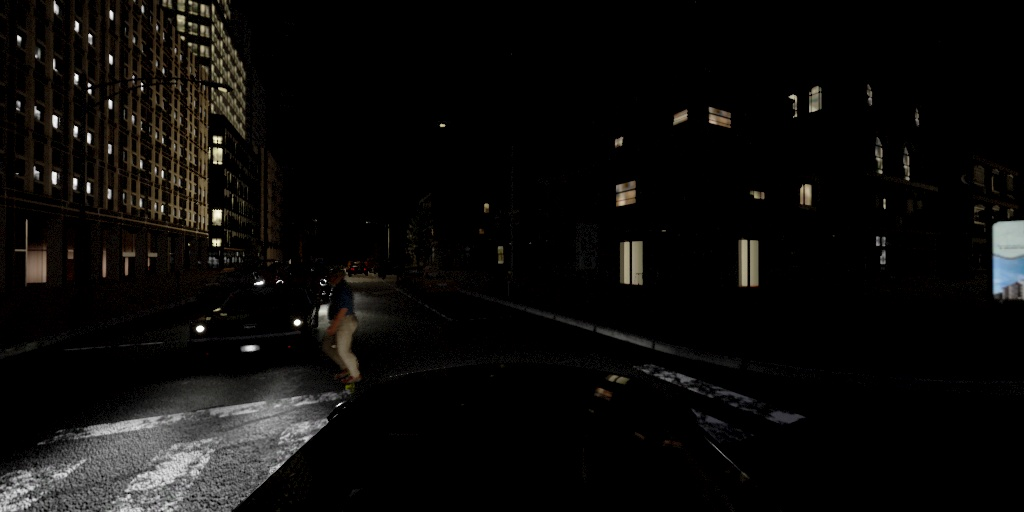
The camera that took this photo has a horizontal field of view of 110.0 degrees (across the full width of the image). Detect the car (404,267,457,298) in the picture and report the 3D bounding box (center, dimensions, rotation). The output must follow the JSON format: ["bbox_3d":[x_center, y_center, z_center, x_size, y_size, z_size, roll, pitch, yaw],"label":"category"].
[{"bbox_3d":[-4.283,1.323,19.005,1.751,1.417,4.829,0,0,-25],"label":"car"}]

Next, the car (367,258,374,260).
[{"bbox_3d":[-18.511,1.217,48.838,2.192,1.841,5.009,0,0,-25],"label":"car"}]

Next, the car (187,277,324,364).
[{"bbox_3d":[-5.646,1.347,8.417,1.895,1.301,4.718,0,0,-26],"label":"car"}]

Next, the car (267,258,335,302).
[{"bbox_3d":[-9.540,1.123,16.588,2.097,1.767,4.553,0,0,-26],"label":"car"}]

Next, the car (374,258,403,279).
[{"bbox_3d":[-11.361,1.162,33.845,2.192,1.841,5.009,0,0,-25],"label":"car"}]

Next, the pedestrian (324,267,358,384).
[{"bbox_3d":[-2.646,1.036,5.547,0.375,1.860,0.375,1,-1,-25],"label":"pedestrian"}]

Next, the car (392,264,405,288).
[{"bbox_3d":[-6.593,1.396,23.850,1.802,1.307,4.207,0,0,-25],"label":"car"}]

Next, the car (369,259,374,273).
[{"bbox_3d":[-16.201,1.409,43.994,1.751,1.417,4.829,0,0,-25],"label":"car"}]

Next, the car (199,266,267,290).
[{"bbox_3d":[-11.775,1.309,15.246,2.007,1.370,4.403,0,0,-25],"label":"car"}]

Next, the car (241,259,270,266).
[{"bbox_3d":[-14.159,1.089,20.244,2.192,1.841,5.009,0,0,-25],"label":"car"}]

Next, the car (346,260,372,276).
[{"bbox_3d":[-16.831,1.405,39.210,2.033,1.411,5.357,0,0,-25],"label":"car"}]
